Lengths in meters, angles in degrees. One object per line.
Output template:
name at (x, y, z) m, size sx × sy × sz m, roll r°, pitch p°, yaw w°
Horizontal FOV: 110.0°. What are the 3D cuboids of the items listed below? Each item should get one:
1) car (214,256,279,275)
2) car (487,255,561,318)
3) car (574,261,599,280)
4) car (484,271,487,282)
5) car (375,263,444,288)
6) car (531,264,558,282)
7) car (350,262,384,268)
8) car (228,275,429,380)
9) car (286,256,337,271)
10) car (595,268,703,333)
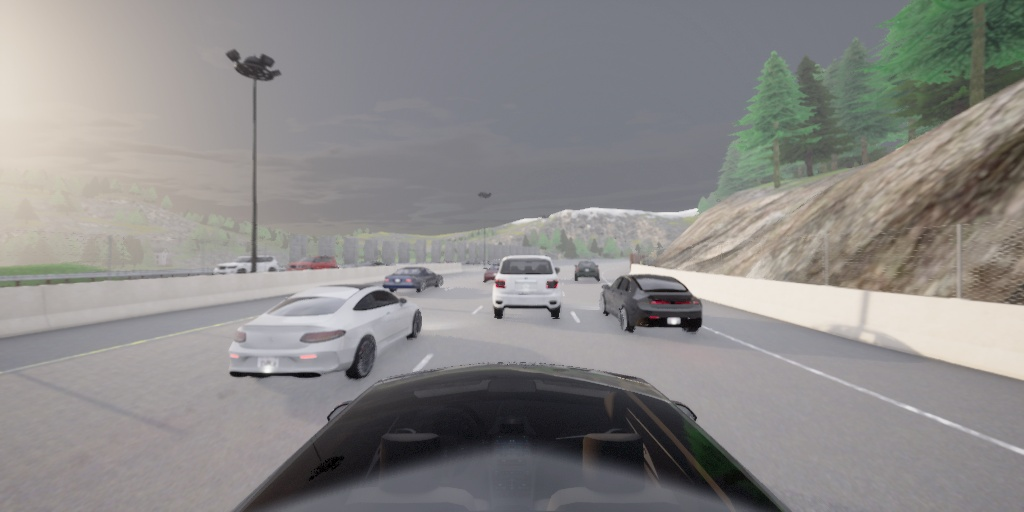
car at (-25.152, 0.993, 34.325) m, size 2.150 × 2.045 × 5.566 m, roll 0°, pitch 0°, yaw 10°
car at (0.601, 1.006, 13.274) m, size 2.150 × 2.045 × 5.566 m, roll 0°, pitch 0°, yaw 4°
car at (6.668, 1.206, 32.046) m, size 2.097 × 1.767 × 4.553 m, roll 0°, pitch 0°, yaw 11°
car at (-0.954, 1.390, 29.247) m, size 1.994 × 1.385 × 4.181 m, roll 0°, pitch 0°, yaw 9°
car at (-5.680, 1.337, 21.201) m, size 2.033 × 1.411 × 5.357 m, roll 0°, pitch 0°, yaw 7°
car at (2.904, 1.405, 31.005) m, size 1.994 × 1.385 × 4.181 m, roll 0°, pitch 0°, yaw 10°
car at (-14.236, 1.313, 35.569) m, size 1.837 × 1.490 × 4.892 m, roll 0°, pitch 0°, yaw 11°
car at (-3.235, 1.282, 7.159) m, size 1.812 × 1.442 × 4.674 m, roll 0°, pitch 0°, yaw 2°
car at (-20.945, 1.016, 37.790) m, size 2.150 × 2.045 × 5.566 m, roll 0°, pitch 0°, yaw 11°
car at (3.966, 1.292, 10.898) m, size 1.837 × 1.490 × 4.892 m, roll 0°, pitch 0°, yaw 3°
